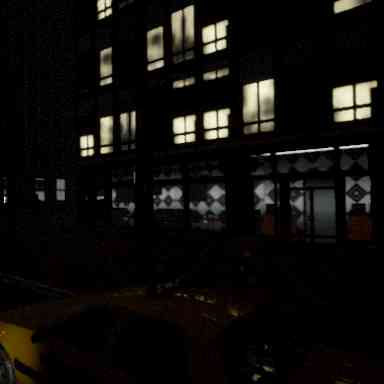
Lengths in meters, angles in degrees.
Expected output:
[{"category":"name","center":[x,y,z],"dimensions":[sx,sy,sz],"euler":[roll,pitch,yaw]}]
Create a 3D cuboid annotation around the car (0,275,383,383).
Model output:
[{"category":"car","center":[-0.475,1.540,3.397],"dimensions":[4.829,1.417,1.752],"euler":[0,-1,36]}]
